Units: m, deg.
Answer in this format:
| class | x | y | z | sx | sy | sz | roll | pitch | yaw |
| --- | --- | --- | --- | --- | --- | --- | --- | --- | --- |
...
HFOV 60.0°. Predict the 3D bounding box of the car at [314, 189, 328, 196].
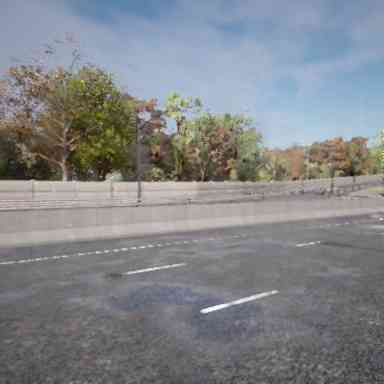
| class | x | y | z | sx | sy | sz | roll | pitch | yaw |
| --- | --- | --- | --- | --- | --- | --- | --- | --- | --- |
| car | 30.317 | 0.041 | 79.034 | 1.882 | 1.535 | 5.008 | 0 | 1 | 32 |
